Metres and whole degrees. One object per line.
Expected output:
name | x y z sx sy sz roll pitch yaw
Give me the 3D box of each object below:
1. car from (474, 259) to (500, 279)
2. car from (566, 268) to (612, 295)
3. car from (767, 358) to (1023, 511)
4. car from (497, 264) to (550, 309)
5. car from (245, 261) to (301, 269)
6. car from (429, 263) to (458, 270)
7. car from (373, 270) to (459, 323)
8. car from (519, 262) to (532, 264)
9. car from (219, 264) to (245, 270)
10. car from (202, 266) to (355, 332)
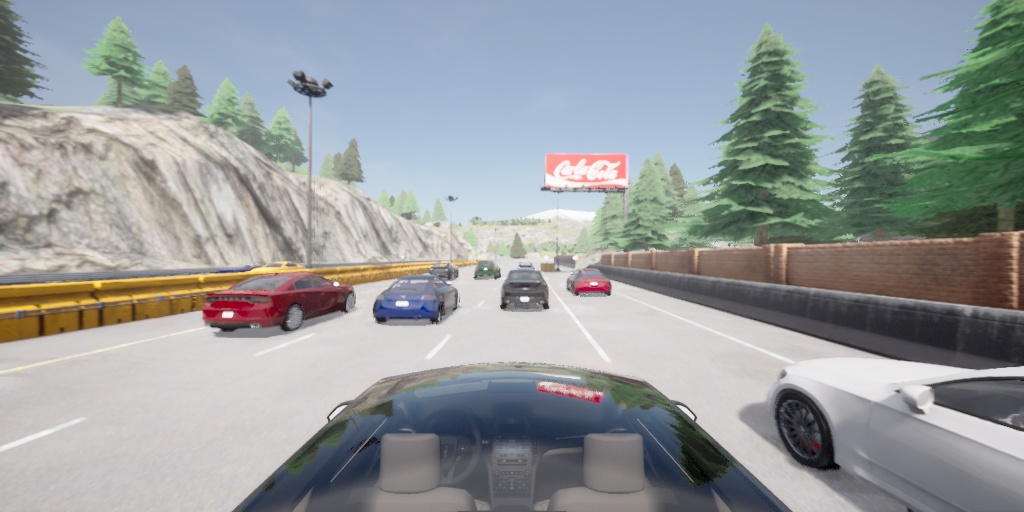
car | -2.234 1.181 33.642 2.097 1.767 4.553 0 0 2
car | 4.242 1.379 20.214 1.994 1.385 4.181 0 0 2
car | 3.661 1.288 1.904 1.812 1.442 4.674 0 0 0
car | 0.544 1.294 15.275 1.837 1.490 4.892 0 0 2
car | -19.961 1.243 30.923 1.882 1.535 5.008 0 0 2
car | -5.838 1.304 31.095 2.128 1.511 4.902 0 0 2
car | -3.058 1.333 12.199 1.994 1.385 4.181 0 0 2
car | 1.409 1.345 37.235 2.128 1.511 4.902 0 0 2
car | -23.429 1.355 31.666 1.895 1.301 4.718 0 0 2
car | -6.606 1.231 10.909 1.882 1.535 5.008 0 0 2
